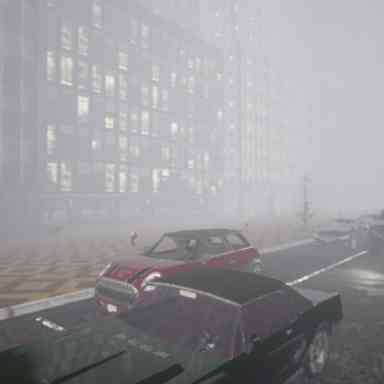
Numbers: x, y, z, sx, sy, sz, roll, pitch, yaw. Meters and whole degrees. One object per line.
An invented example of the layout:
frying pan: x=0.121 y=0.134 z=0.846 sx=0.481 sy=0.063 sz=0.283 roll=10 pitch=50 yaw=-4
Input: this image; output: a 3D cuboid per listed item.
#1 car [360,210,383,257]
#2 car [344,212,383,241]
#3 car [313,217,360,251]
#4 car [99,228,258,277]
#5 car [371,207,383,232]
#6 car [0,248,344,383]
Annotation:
car: x=8.989 y=1.499 z=13.724 sx=2.150 sy=2.045 sz=5.566 roll=-1 pitch=-2 yaw=42
car: x=10.885 y=1.960 z=19.902 sx=2.008 sy=1.369 sz=4.403 roll=-2 pitch=-2 yaw=42
car: x=7.216 y=1.881 z=15.774 sx=2.008 sy=1.369 sz=4.403 roll=-2 pitch=-2 yaw=42
car: x=-0.120 y=1.615 z=7.522 sx=1.967 sy=1.590 sz=4.097 roll=-2 pitch=-2 yaw=42
car: x=14.553 y=1.928 z=24.033 sx=1.967 sy=1.590 sz=4.097 roll=-2 pitch=-2 yaw=42
car: x=0.044 y=1.692 z=3.794 sx=1.895 sy=1.301 sz=4.718 roll=-1 pitch=-2 yaw=41
